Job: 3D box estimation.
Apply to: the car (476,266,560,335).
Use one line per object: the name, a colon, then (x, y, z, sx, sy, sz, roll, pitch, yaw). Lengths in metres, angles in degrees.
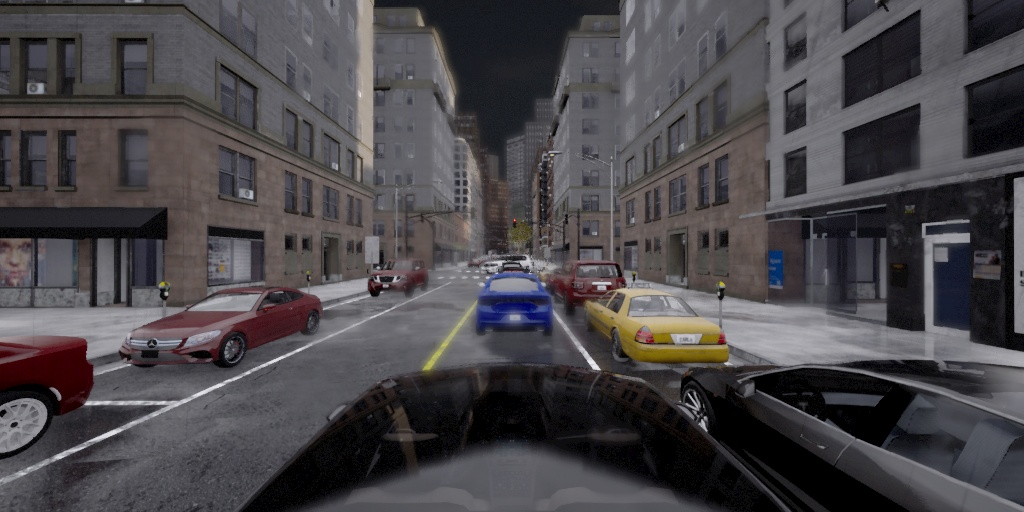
car: (0.036, 1.222, 10.482, 1.882, 1.535, 5.008, 0, 0, -1)

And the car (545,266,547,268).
car: (2.737, 1.313, 18.928, 1.802, 1.307, 4.207, 0, 0, 0)

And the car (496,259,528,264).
car: (0.010, 1.216, 26.898, 1.837, 1.490, 4.892, 0, 0, 0)

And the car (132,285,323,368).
car: (-5.771, 1.329, 7.816, 1.802, 1.307, 4.207, 0, 0, 0)

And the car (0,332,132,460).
car: (-5.763, 1.296, 2.264, 1.888, 1.381, 4.507, 0, 0, 0)

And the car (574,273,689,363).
car: (2.754, 1.272, 7.992, 1.751, 1.417, 4.829, 0, 0, 0)

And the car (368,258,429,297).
car: (-5.788, 1.046, 18.922, 2.192, 1.841, 5.009, 0, 0, 0)

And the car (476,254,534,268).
car: (-0.484, 0.883, 35.952, 5.566, 2.045, 2.150, 0, -2, -42)

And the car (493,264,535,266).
car: (0.070, 1.297, 17.985, 1.994, 1.385, 4.181, 0, 0, 0)

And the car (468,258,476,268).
car: (-5.843, 1.128, 56.582, 1.888, 1.381, 4.507, 0, 0, 0)

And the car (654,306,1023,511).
car: (2.762, 1.316, 2.270, 1.948, 1.339, 4.313, 0, 0, 0)

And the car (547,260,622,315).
car: (2.746, 1.056, 13.376, 2.192, 1.841, 5.009, 0, 0, 0)
